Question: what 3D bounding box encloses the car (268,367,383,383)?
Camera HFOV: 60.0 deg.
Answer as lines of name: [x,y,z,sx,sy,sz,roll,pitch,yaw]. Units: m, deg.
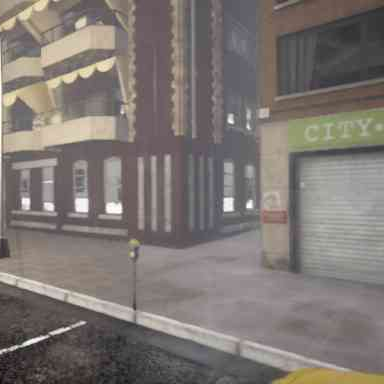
car: [2.332,1.519,1.213,4.829,1.417,1.752,0,0,35]
